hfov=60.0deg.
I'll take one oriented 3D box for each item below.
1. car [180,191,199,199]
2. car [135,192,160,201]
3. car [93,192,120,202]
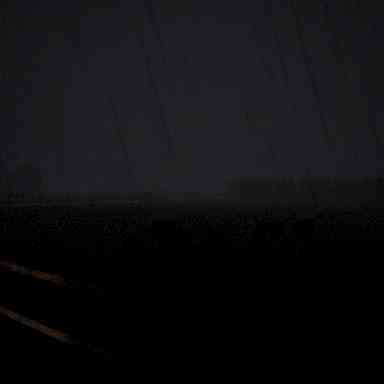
[{"bbox_3d":[-0.462,0.672,67.470,1.837,1.490,4.892,0,1,34],"label":"car"},{"bbox_3d":[-7.567,0.741,57.042,1.837,1.490,4.892,0,1,35],"label":"car"},{"bbox_3d":[-13.770,0.730,53.050,1.882,1.535,5.008,0,1,35],"label":"car"}]
